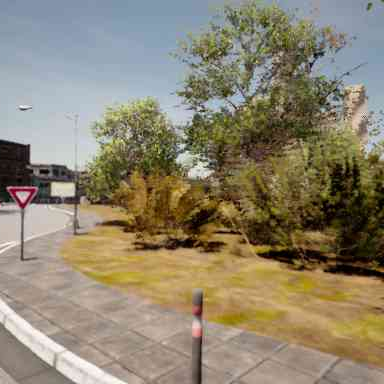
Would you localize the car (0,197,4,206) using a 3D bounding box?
[{"bbox_3d":[-27.514,1.077,44.536,4.902,1.511,2.128,1,1,21],"label":"car"}]

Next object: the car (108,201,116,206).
[{"bbox_3d":[-15.304,2.567,70.617,4.892,1.521,2.231,1,-4,4],"label":"car"}]
